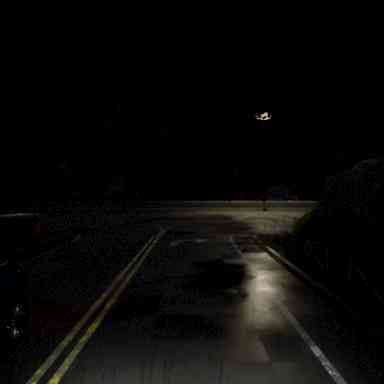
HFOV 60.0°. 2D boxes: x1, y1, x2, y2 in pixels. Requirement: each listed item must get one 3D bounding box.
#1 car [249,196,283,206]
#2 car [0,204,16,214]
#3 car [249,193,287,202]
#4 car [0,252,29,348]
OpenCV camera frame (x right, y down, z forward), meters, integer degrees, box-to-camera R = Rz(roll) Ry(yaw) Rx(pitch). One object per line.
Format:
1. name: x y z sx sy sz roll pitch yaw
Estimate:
1. car: 11.720 1.485 52.809 5.008 1.535 1.882 0 0 0
2. car: -21.406 1.619 34.793 5.357 1.411 2.033 0 0 -1
3. car: 11.193 1.238 49.309 5.566 2.045 2.150 0 0 -1
4. car: -3.571 1.340 3.212 2.097 1.767 4.553 0 0 0
